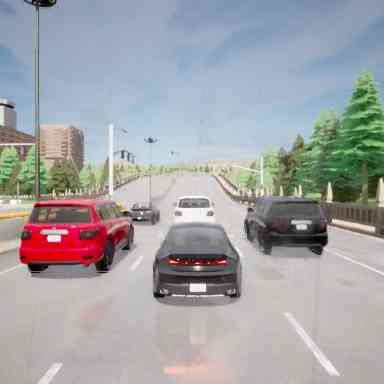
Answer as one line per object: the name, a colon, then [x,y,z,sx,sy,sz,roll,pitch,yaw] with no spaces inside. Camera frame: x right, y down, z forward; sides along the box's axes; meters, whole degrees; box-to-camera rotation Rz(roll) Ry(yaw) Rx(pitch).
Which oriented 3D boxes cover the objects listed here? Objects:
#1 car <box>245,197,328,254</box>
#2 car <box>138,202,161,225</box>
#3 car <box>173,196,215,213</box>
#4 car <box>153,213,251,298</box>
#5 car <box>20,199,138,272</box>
car: [3.613,1.225,13.636,2.150,2.045,5.566,0,0,0]
car: [-3.382,1.491,23.920,2.128,1.511,4.902,0,0,0]
car: [0.115,1.221,18.808,2.150,2.045,5.566,0,0,0]
car: [0.109,1.505,8.512,1.837,1.490,4.892,0,0,0]
car: [-3.392,1.224,10.874,2.150,2.045,5.566,0,0,0]
